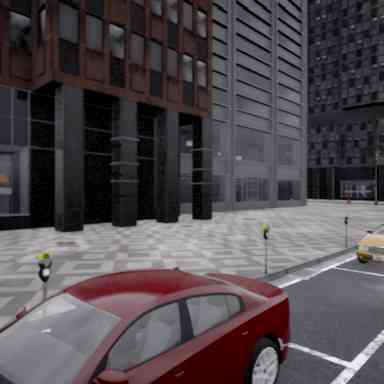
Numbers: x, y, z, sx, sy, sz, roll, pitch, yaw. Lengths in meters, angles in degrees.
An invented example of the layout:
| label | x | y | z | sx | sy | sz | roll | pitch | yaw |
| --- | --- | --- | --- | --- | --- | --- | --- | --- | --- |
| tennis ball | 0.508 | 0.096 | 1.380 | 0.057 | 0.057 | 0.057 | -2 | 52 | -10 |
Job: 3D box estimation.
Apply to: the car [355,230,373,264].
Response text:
| label | x | y | z | sx | sy | sz | roll | pitch | yaw |
| --- | --- | --- | --- | --- | --- | --- | --- | --- | --- |
| car | 6.907 | 1.524 | 11.010 | 1.752 | 1.417 | 4.829 | 0 | 0 | 44 |

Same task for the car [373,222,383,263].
| label | x | y | z | sx | sy | sz | roll | pitch | yaw |
| --- | --- | --- | --- | --- | --- | --- | --- | --- | --- |
| car | 4.856 | 1.220 | 5.101 | 2.150 | 2.045 | 5.566 | 0 | 0 | 44 |

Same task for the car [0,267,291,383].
| label | x | y | z | sx | sy | sz | roll | pitch | yaw |
| --- | --- | --- | --- | --- | --- | --- | --- | --- | --- |
| car | -0.710 | 1.546 | 3.239 | 1.887 | 1.381 | 4.507 | 0 | 0 | 44 |
